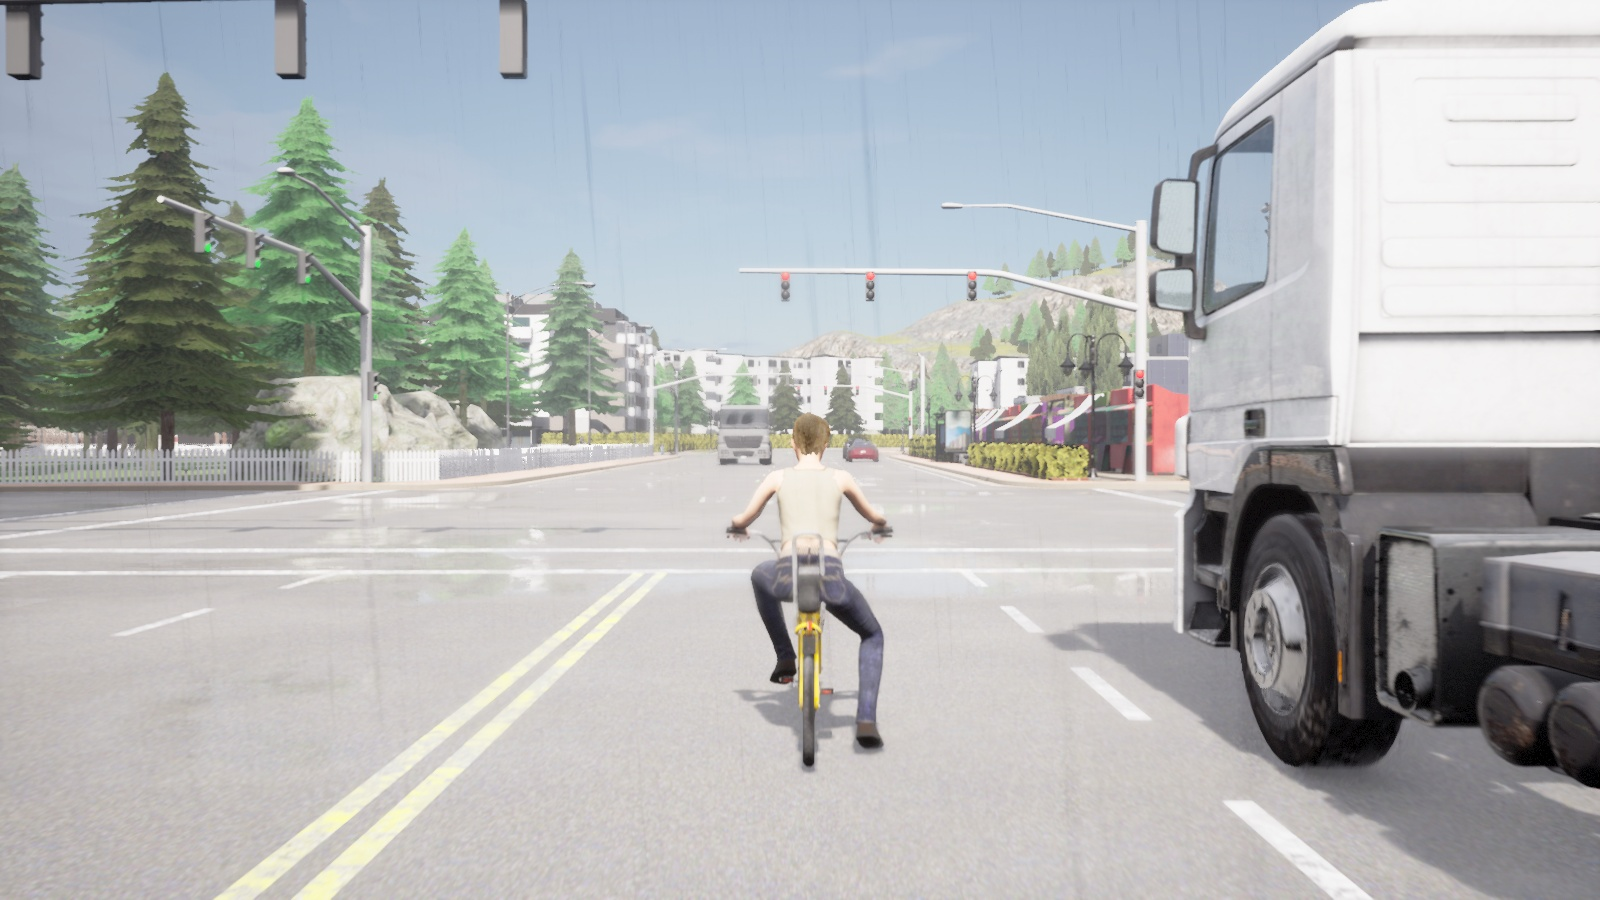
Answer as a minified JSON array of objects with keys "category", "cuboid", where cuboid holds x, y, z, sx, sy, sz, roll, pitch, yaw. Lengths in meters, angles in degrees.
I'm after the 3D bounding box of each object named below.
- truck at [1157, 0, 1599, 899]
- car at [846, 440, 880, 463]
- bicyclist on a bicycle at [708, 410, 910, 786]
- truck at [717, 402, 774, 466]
[{"category":"truck","cuboid":[3.536,-0.265,3.440,2.891,3.462,7.936,0,1,0]},{"category":"car","cuboid":[3.968,0.085,80.144,1.994,1.385,4.181,0,1,0]},{"category":"bicyclist on a bicycle","cuboid":[0.046,0.627,6.133,0.866,1.612,1.509,0,1,1]},{"category":"truck","cuboid":[-3.074,-0.897,72.495,2.891,3.462,7.936,0,1,0]}]
